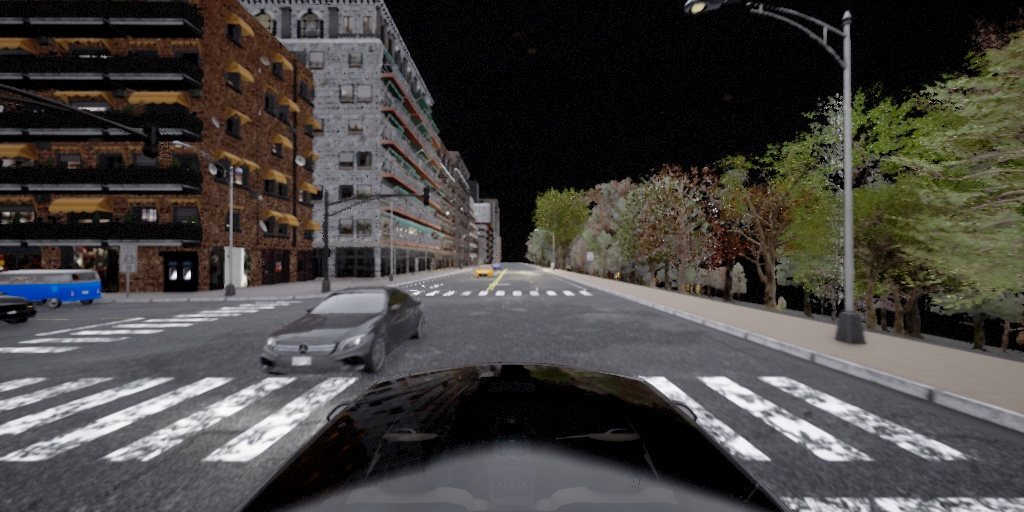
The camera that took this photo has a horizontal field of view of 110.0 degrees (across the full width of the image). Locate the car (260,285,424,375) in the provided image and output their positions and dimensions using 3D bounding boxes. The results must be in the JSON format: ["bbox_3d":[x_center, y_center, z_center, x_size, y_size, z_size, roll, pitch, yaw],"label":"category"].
[{"bbox_3d":[-3.224,1.403,7.850,1.812,1.442,4.674,0,-1,0],"label":"car"}]

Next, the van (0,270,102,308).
[{"bbox_3d":[-22.645,1.575,17.472,3.998,1.789,1.690,0,0,-1],"label":"van"}]

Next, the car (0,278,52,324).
[{"bbox_3d":[-18.775,1.634,11.748,4.892,1.490,1.837,-1,-1,1],"label":"car"}]

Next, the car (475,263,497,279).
[{"bbox_3d":[-3.081,1.777,40.637,1.882,1.535,5.008,0,0,0],"label":"car"}]
